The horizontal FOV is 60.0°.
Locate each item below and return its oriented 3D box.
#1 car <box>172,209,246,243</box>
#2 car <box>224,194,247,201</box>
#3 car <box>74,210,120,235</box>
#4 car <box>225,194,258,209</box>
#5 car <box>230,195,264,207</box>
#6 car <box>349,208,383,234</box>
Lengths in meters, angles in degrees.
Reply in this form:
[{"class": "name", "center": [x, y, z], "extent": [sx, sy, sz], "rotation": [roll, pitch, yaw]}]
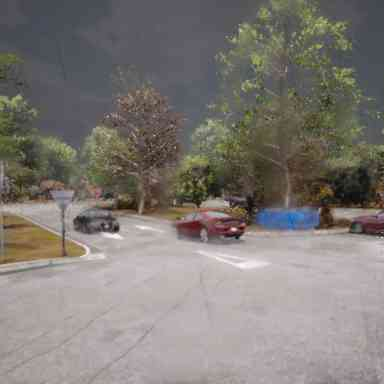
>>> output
[{"class": "car", "center": [0.665, 1.666, 17.130], "extent": [1.882, 1.535, 5.008], "rotation": [-1, -3, -30]}, {"class": "car", "center": [8.591, 1.094, 65.616], "extent": [4.674, 1.442, 1.812], "rotation": [1, -1, -37]}, {"class": "car", "center": [-6.262, 1.859, 21.674], "extent": [1.994, 1.385, 4.181], "rotation": [-3, 2, -35]}, {"class": "car", "center": [6.897, 1.384, 43.087], "extent": [2.128, 1.511, 4.902], "rotation": [-3, 2, -35]}, {"class": "car", "center": [7.766, 1.239, 47.239], "extent": [1.837, 1.490, 4.892], "rotation": [-3, 2, -36]}, {"class": "car", "center": [10.684, 1.588, 17.400], "extent": [2.002, 1.452, 4.674], "rotation": [1, 0, -35]}]
